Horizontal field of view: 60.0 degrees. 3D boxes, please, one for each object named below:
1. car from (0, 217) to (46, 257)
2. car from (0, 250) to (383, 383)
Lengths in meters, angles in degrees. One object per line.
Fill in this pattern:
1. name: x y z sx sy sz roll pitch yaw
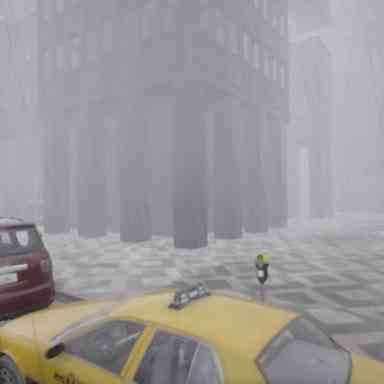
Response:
1. car: -4.650 1.384 6.291 5.009 1.841 2.192 -1 -1 36
2. car: -0.229 1.543 3.132 4.829 1.417 1.752 -1 -1 36
